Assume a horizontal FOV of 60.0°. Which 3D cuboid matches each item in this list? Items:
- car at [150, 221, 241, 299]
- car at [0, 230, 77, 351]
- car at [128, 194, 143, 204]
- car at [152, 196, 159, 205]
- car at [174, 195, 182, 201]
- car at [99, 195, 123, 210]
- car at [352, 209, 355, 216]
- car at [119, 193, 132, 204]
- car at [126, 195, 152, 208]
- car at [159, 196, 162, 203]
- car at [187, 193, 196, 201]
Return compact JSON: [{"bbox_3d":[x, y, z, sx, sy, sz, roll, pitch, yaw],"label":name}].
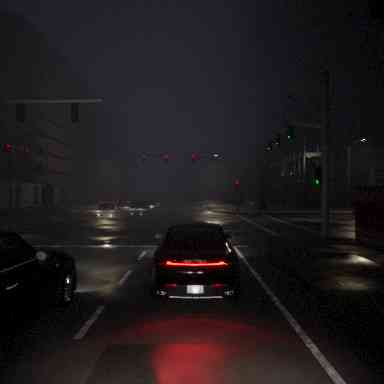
[{"bbox_3d":[0.079,1.505,8.419,1.837,1.490,4.892,0,0,0],"label":"car"},{"bbox_3d":[-3.447,1.352,5.095,2.097,1.767,4.553,0,0,0],"label":"car"},{"bbox_3d":[-10.803,1.352,63.857,2.097,1.767,4.553,0,0,1],"label":"car"},{"bbox_3d":[-7.406,1.478,57.450,1.882,1.535,5.008,0,0,1],"label":"car"},{"bbox_3d":[-3.536,1.553,84.211,1.994,1.385,4.181,0,0,1],"label":"car"},{"bbox_3d":[-10.978,1.478,44.288,1.882,1.535,5.008,0,0,0],"label":"car"},{"bbox_3d":[15.966,1.656,27.649,4.718,1.301,1.895,0,0,0],"label":"car"},{"bbox_3d":[-10.949,1.221,54.108,2.150,2.045,5.566,0,0,1],"label":"car"},{"bbox_3d":[-7.491,1.547,47.471,2.033,1.411,5.357,0,0,0],"label":"car"},{"bbox_3d":[-7.220,1.547,67.893,2.033,1.411,5.357,0,0,1],"label":"car"},{"bbox_3d":[-0.034,1.225,84.437,2.150,2.045,5.566,0,0,1],"label":"car"}]
